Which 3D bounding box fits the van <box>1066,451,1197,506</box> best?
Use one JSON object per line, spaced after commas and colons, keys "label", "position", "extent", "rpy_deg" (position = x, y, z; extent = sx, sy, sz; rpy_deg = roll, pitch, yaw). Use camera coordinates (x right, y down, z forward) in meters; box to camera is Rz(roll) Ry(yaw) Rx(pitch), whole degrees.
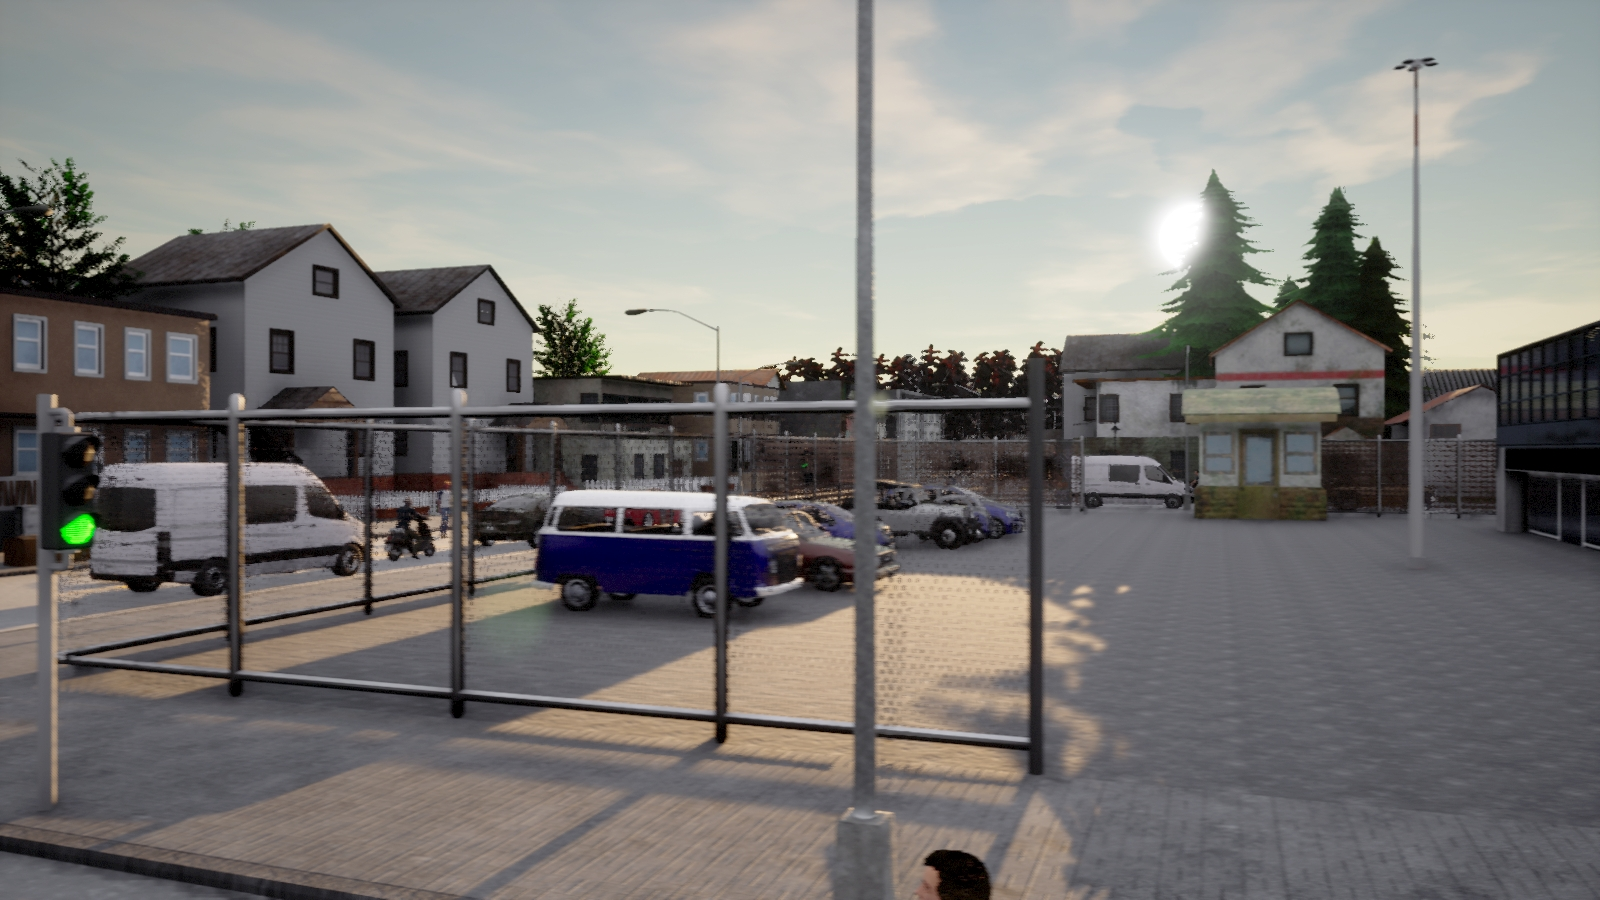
{"label": "van", "position": [15.953, 1.314, 54.977], "extent": [5.915, 2.561, 1.988], "rpy_deg": [0, 0, 20]}

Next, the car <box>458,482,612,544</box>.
{"label": "car", "position": [-7.793, 1.814, 34.211], "extent": [2.097, 1.535, 5.006], "rpy_deg": [0, 0, 20]}

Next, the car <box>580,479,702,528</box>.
{"label": "car", "position": [-5.530, 1.841, 40.453], "extent": [2.231, 1.480, 4.892], "rpy_deg": [0, 0, 20]}

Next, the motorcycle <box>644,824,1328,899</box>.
{"label": "motorcycle", "position": [0.596, 1.992, 3.633], "extent": [2.033, 1.145, 0.803], "rpy_deg": [0, 0, 20]}

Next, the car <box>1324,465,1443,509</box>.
{"label": "car", "position": [26.167, 1.643, 51.428], "extent": [4.605, 1.855, 1.932], "rpy_deg": [0, 0, 21]}

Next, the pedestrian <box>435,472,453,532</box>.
{"label": "pedestrian", "position": [-11.225, 1.628, 36.040], "extent": [0.375, 1.860, 0.375], "rpy_deg": [0, 0, 30]}
